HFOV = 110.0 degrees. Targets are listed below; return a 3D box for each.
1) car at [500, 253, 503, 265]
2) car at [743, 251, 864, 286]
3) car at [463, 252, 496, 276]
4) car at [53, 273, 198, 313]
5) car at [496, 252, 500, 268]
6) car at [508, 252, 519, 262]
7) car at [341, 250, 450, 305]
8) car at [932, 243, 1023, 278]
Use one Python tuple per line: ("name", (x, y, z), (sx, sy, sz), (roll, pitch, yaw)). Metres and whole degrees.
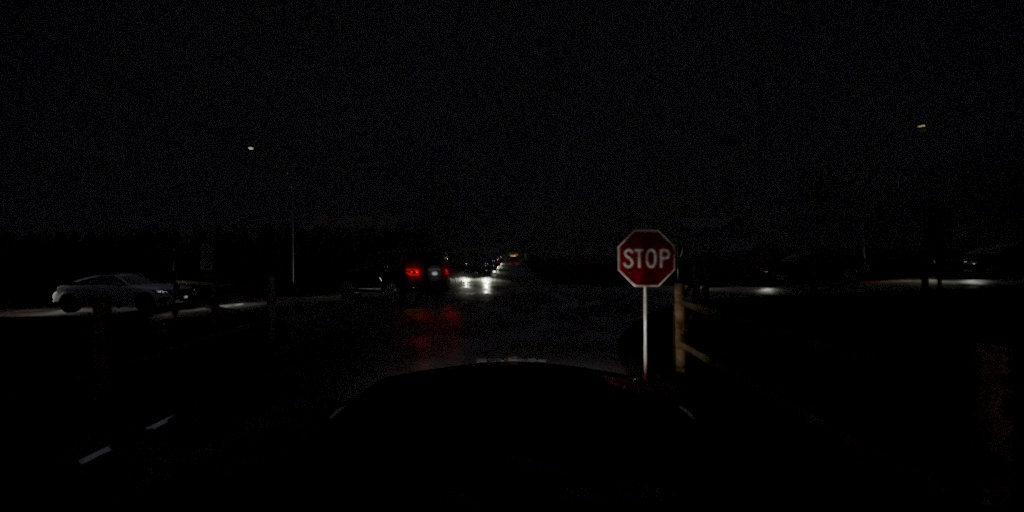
("car", (-2.659, 0.363, 49.003), (2.097, 1.767, 4.553), (0, 1, 0))
("car", (13.794, 0.546, 17.161), (5.008, 1.535, 1.882), (-2, -1, -1))
("car", (-2.750, 0.667, 29.746), (2.097, 1.767, 4.553), (0, 1, 0))
("car", (-15.342, 1.401, 14.326), (4.674, 1.442, 1.812), (-1, -1, 0))
("car", (-2.704, 0.515, 39.323), (2.097, 1.767, 4.553), (0, 1, 0))
("car", (0.216, 0.414, 61.650), (1.895, 1.301, 4.718), (0, 1, 0))
("car", (-5.076, 0.864, 15.304), (5.566, 2.045, 2.150), (-3, -3, 38))
("car", (23.272, 0.185, 17.155), (5.008, 1.535, 1.882), (-2, -1, 0))
